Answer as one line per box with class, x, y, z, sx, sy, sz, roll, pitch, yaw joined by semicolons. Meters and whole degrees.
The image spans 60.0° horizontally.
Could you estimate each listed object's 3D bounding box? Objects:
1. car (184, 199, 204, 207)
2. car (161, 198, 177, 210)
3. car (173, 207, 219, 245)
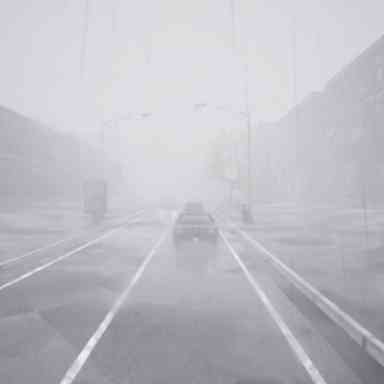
car;0.231;1.433;33.813;1.882;1.535;5.008;0;0;0
car;-2.924;1.503;42.415;1.895;1.301;4.718;0;0;0
car;0.159;1.597;15.457;1.895;1.301;4.718;0;0;0
